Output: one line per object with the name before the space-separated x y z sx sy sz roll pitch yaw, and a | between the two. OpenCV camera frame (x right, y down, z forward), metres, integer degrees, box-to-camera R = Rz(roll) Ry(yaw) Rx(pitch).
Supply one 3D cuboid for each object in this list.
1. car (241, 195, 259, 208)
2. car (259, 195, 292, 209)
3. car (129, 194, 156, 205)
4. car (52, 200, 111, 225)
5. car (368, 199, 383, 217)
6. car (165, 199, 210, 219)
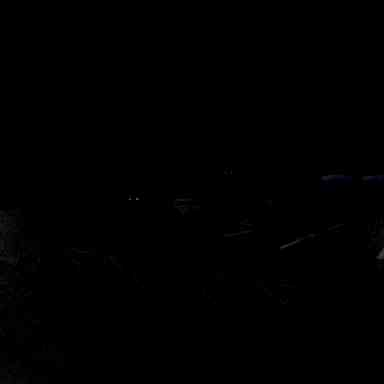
car | 7.986 1.203 42.738 2.007 1.523 4.514 1 0 35
car | 10.584 1.219 40.980 2.152 1.636 5.027 1 0 35
car | -7.626 1.069 51.354 2.097 1.767 4.553 1 0 35
car | -6.956 1.240 21.419 1.845 1.501 3.633 1 0 35
car | 15.876 1.307 27.895 1.845 1.501 3.633 1 0 35
car | -0.255 1.274 25.783 1.970 1.475 3.806 1 0 35
